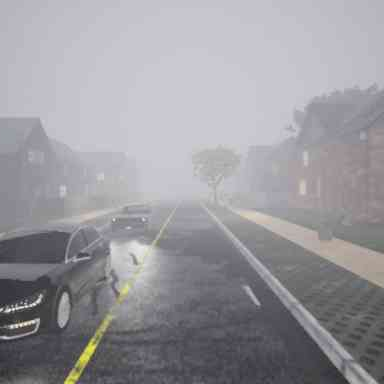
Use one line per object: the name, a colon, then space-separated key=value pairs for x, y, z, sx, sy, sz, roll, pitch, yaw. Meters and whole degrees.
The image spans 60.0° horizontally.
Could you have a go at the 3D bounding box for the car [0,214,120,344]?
car: x=-2.926 y=1.436 z=6.659 sx=1.837 sy=1.490 sz=4.892 roll=0 pitch=1 yaw=-1

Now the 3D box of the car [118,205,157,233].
car: x=-3.075 y=1.390 z=18.202 sx=1.895 sy=1.301 sz=4.718 roll=0 pitch=1 yaw=-1
